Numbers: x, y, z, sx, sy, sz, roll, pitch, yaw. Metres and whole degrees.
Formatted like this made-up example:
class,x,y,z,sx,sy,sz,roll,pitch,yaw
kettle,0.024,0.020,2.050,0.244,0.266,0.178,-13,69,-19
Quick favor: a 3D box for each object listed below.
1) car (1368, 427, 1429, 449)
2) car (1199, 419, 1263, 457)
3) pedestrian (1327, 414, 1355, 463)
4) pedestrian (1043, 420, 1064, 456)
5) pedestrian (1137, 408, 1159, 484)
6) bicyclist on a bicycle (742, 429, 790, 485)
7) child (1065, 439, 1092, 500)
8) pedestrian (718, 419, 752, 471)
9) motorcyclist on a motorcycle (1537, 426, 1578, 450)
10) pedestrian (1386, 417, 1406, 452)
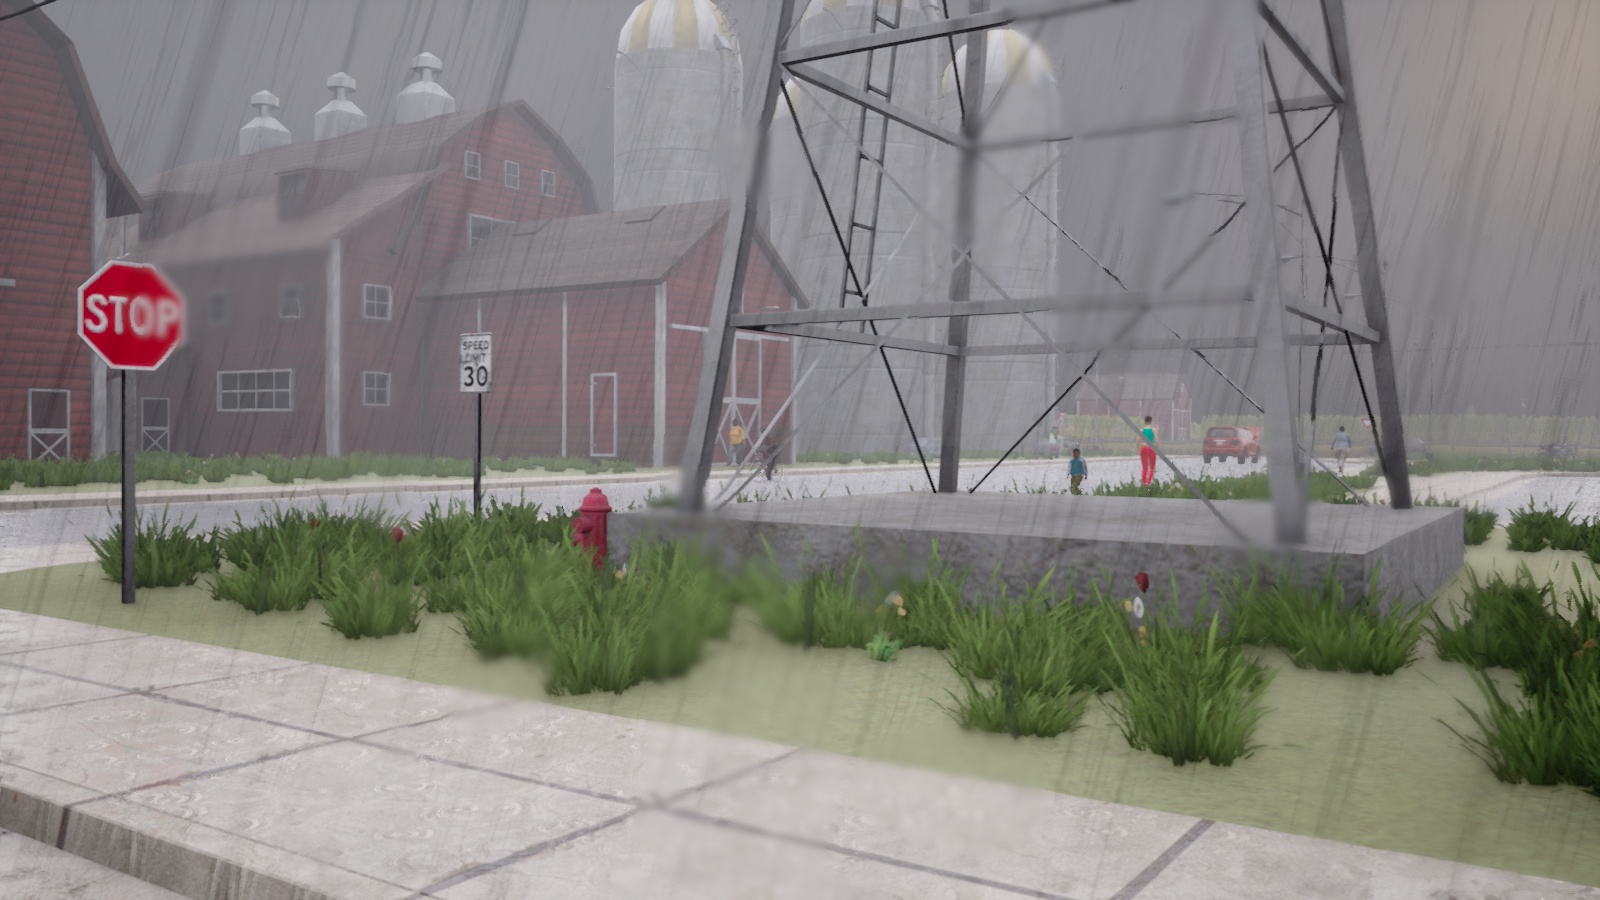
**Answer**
class,x,y,z,sx,sy,sz,roll,pitch,yaw
car,42.155,-0.829,88.452,3.633,1.501,1.845,0,1,33
car,24.183,-0.709,70.290,2.150,2.045,5.566,0,1,33
pedestrian,20.816,-0.452,48.319,0.874,1.855,0.900,0,1,30
pedestrian,13.919,-0.653,68.925,0.873,1.952,0.659,-1,1,-33
pedestrian,8.490,-0.098,30.636,0.345,1.836,0.594,0,1,33
bicyclist on a bicycle,-0.996,0.205,37.386,0.582,1.620,1.656,0,1,33
child,5.579,0.382,25.177,0.343,1.192,0.448,0,1,41
pedestrian,-2.364,-0.194,45.841,0.874,1.855,0.900,0,1,29
motorcyclist on a motorcycle,48.366,-0.762,80.173,2.191,1.530,0.866,0,1,33
pedestrian,32.080,-0.816,67.603,0.874,1.855,0.900,0,1,20
